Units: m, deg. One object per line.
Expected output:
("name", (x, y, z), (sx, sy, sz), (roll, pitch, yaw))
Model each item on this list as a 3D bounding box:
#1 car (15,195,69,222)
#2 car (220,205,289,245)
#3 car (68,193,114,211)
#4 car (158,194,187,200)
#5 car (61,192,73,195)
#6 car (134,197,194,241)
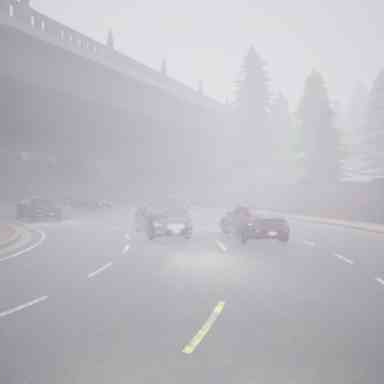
("car", (-10.431, 1.119, 22.555), (1.837, 1.490, 4.892), (0, 1, -44))
("car", (2.555, 1.266, 14.146), (1.812, 1.442, 4.674), (0, 1, -8))
("car", (-9.532, 1.051, 31.650), (4.718, 1.301, 1.895), (1, 1, 40))
("car", (-2.161, 0.986, 29.188), (1.837, 1.490, 4.892), (-1, 2, -41))
("car", (-14.626, 0.825, 39.412), (4.892, 1.490, 1.837), (0, 1, 34))
("car", (-1.411, 1.220, 15.174), (2.128, 1.511, 4.902), (0, 1, -20))
